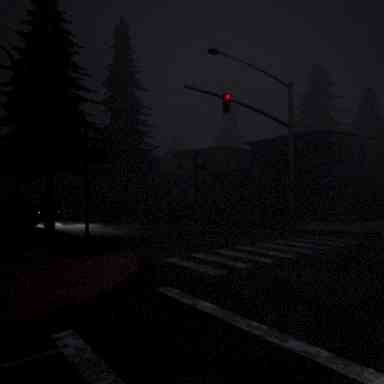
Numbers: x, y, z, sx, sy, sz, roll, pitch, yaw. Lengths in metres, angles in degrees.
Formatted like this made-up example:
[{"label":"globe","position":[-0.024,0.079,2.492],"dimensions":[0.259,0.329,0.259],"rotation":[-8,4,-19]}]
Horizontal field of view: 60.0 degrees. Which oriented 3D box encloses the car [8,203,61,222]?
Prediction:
[{"label":"car","position":[-11.902,1.510,25.098],"dimensions":[4.718,1.301,1.895],"rotation":[0,1,38]}]
